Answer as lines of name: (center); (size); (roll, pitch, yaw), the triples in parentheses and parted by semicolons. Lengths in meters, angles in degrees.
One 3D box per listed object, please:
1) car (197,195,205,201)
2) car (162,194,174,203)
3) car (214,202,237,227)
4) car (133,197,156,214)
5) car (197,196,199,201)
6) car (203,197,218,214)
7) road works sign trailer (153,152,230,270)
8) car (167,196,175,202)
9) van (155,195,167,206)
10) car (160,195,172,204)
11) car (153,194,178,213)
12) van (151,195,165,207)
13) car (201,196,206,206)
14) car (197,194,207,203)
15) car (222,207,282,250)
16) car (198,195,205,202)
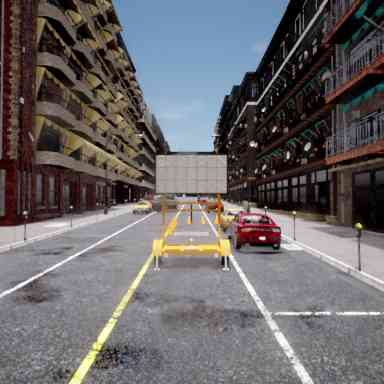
car: (2.396, 1.723, 91.784); (1.967, 1.590, 4.097); (1, 0, 0)
car: (-5.418, 1.516, 75.237); (2.192, 1.841, 5.009); (1, 0, 0)
car: (2.553, 1.551, 20.054); (1.752, 1.417, 4.829); (1, 0, 0)
car: (-5.356, 1.588, 36.354); (1.752, 1.417, 4.829); (2, 0, 0)
car: (2.476, 1.697, 64.127); (1.887, 1.381, 4.507); (1, 0, 0)
car: (2.524, 1.608, 36.474); (1.887, 1.381, 4.507); (1, 0, 0)
road works sign trailer: (-0.018, 0.475, 11.014); (2.380, 3.560, 2.880); (0, 0, 0)
car: (-5.443, 1.819, 86.298); (1.947, 1.339, 4.313); (1, 0, 0)
van: (-5.390, 1.472, 58.646); (1.690, 1.788, 3.998); (1, 0, 0)
car: (-5.408, 1.492, 69.707); (2.192, 1.841, 5.009); (1, 0, 0)
car: (-2.812, 1.289, 38.311); (2.150, 2.045, 5.566); (0, 0, 0)
van: (-5.380, 1.452, 53.114); (1.690, 1.788, 3.998); (2, 0, 0)
car: (2.514, 1.628, 42.006); (2.008, 1.369, 4.403); (1, 0, 0)
car: (2.419, 1.541, 80.722); (2.192, 1.841, 5.009); (1, 0, 0)
car: (2.562, 1.561, 14.352); (1.887, 1.381, 4.507); (1, 0, 0)
car: (2.486, 1.676, 58.598); (1.887, 1.381, 4.507); (1, 0, 0)
